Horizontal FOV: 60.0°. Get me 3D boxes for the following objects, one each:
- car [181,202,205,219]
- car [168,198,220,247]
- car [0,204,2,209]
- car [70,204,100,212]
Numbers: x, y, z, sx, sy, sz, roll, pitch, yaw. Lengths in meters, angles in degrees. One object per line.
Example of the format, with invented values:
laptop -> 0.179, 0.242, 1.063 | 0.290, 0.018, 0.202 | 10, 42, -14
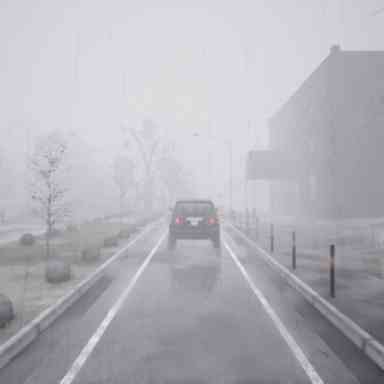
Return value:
car -> 0.090, 1.756, 32.390 | 2.128, 1.511, 4.902 | 0, -1, 0
car -> 0.095, 1.302, 15.640 | 2.150, 2.045, 5.566 | 0, 0, 0
car -> -29.751, 2.125, 47.711 | 4.553, 1.767, 2.097 | 1, -3, -19
car -> -17.474, 2.669, 54.153 | 1.895, 1.301, 4.718 | -2, -3, 42
